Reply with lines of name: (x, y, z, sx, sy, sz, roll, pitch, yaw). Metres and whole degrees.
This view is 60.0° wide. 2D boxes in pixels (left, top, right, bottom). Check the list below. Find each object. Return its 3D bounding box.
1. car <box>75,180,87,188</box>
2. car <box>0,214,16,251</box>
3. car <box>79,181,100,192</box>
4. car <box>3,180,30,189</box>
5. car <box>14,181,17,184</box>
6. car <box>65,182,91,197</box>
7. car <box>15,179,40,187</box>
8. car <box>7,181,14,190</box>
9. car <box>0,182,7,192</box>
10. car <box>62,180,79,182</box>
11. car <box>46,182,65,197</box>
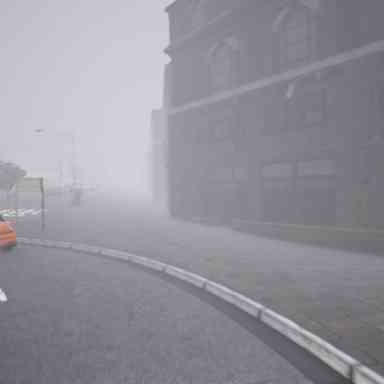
car: (-22.871, -1.613, 68.631, 1.812, 1.442, 4.674, -1, 4, -11)
car: (-9.257, 1.500, 13.372, 4.553, 1.767, 2.097, -1, 0, 29)
car: (-18.100, -0.874, 58.850, 2.128, 1.511, 4.902, -1, 4, -10)
car: (-37.664, -1.611, 71.508, 4.892, 1.521, 2.231, -3, 5, -32)
car: (-35.959, -1.157, 62.816, 4.553, 1.767, 2.185, -3, 4, -30)
car: (-16.632, -0.220, 48.855, 1.882, 1.535, 5.008, -1, 4, -7)
car: (-39.650, -2.171, 80.137, 5.008, 1.535, 2.097, -3, 4, -33)
car: (-35.396, -0.838, 59.941, 5.008, 1.535, 2.097, -3, 5, -29)
car: (-34.905, -0.599, 57.041, 4.674, 1.452, 2.002, -3, 4, -29)
car: (-21.070, -0.840, 58.431, 1.882, 1.535, 5.008, -1, 4, -10)
car: (-19.571, -0.134, 48.177, 2.128, 1.511, 4.902, -1, 4, -7)
